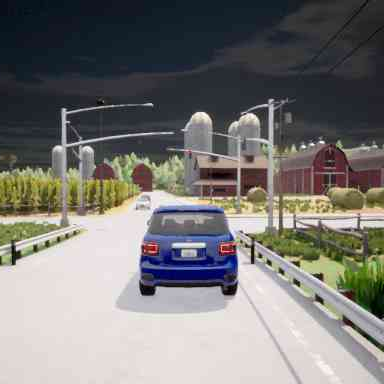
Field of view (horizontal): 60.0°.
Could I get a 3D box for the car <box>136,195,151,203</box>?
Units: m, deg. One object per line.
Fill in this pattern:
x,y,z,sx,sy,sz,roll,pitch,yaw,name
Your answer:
-6.404,1.526,43.799,1.812,1.442,4.674,0,1,-7,car

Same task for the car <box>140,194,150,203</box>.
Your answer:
-8.929,1.213,63.963,1.812,1.442,4.674,0,1,-7,car

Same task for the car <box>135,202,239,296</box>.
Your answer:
-0.109,1.369,9.145,2.150,2.045,5.566,0,-2,-1,car
